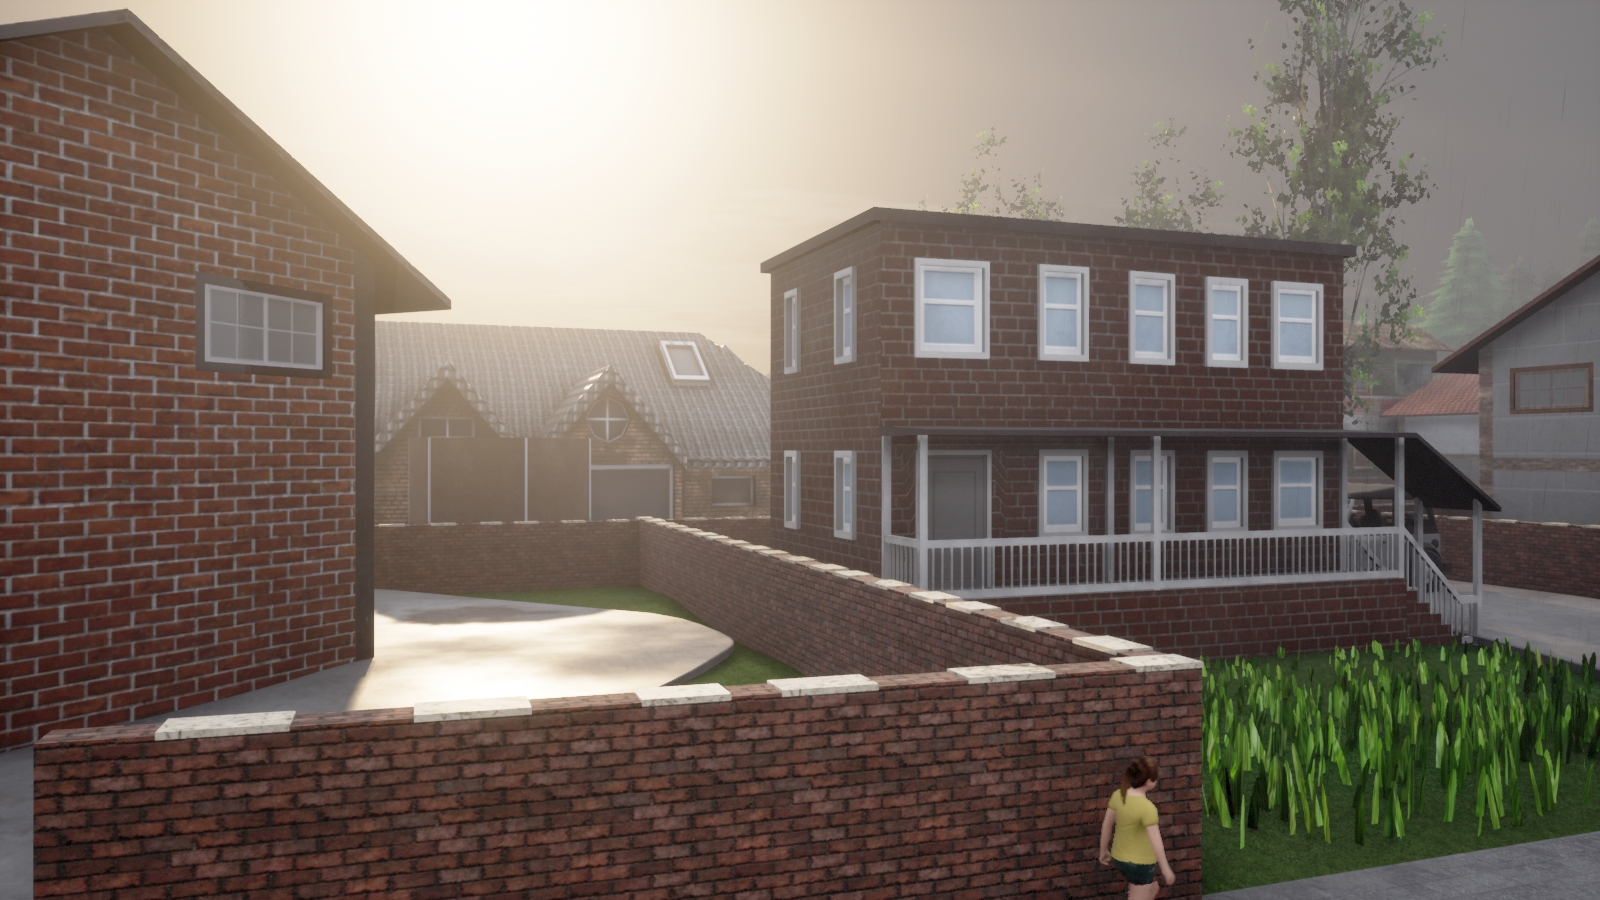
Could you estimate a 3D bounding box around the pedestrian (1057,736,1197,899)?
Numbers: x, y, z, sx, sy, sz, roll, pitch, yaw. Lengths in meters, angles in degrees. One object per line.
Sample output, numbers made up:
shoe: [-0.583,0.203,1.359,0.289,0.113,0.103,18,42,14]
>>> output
pedestrian: [1.699,2.126,5.961,0.500,1.100,0.500,0,0,-23]

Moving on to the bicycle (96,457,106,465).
bicycle: [-132.456,2.026,216.432,1.643,1.496,0.373,1,0,-20]
